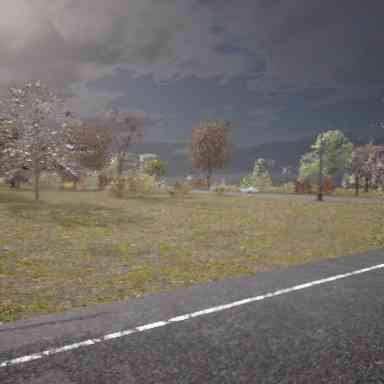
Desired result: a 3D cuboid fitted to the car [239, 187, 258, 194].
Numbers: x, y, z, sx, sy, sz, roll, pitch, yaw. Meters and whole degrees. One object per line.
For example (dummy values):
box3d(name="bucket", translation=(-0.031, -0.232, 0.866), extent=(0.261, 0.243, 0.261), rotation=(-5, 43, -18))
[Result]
box3d(name="car", translation=(11.683, -0.392, 68.773), extent=(1.812, 1.442, 4.674), rotation=(0, 2, -35))

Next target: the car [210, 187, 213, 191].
box3d(name="car", translation=(6.105, -0.762, 76.612), extent=(1.895, 1.301, 4.718), rotation=(0, 2, -35))
